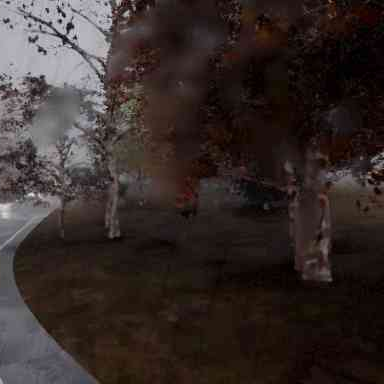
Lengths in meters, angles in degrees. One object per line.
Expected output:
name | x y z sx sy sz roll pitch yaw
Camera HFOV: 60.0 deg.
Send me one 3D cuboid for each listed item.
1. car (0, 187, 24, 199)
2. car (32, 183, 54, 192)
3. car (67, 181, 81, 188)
car | -17.551 -0.037 31.623 2.128 1.511 4.902 0 4 -10
car | -19.608 -0.885 43.818 2.128 1.511 4.902 0 4 -9
car | -16.605 -1.097 47.534 1.812 1.442 4.674 0 4 -9
